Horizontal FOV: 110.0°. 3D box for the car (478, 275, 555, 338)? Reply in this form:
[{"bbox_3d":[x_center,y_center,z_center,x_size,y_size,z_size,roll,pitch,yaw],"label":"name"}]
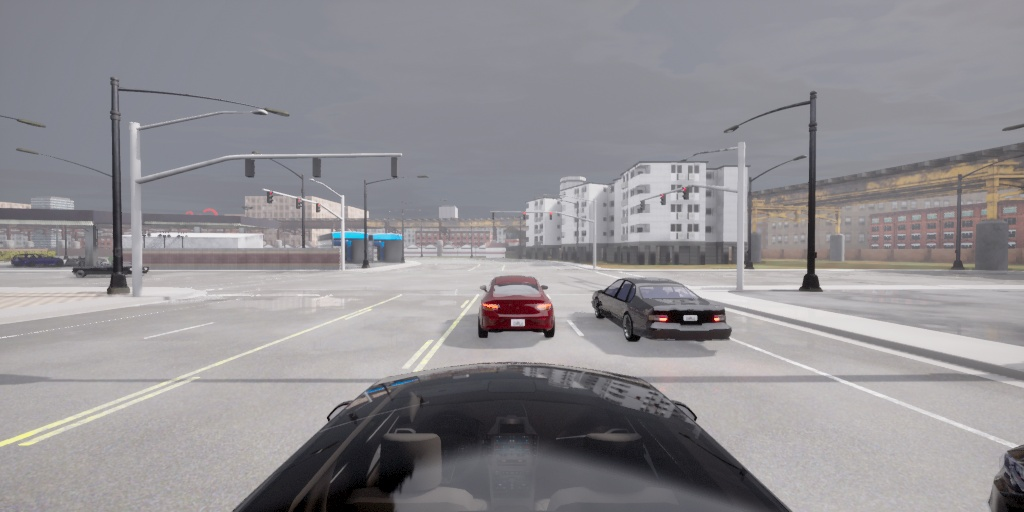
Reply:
[{"bbox_3d":[0.069,1.257,10.000,1.812,1.442,4.674,0,0,-1],"label":"car"}]

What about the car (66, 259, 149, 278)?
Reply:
[{"bbox_3d":[-33.767,1.137,30.184,4.718,1.301,1.895,0,1,-1],"label":"car"}]

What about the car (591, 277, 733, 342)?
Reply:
[{"bbox_3d":[3.580,1.283,9.716,2.033,1.411,5.357,0,0,0],"label":"car"}]
